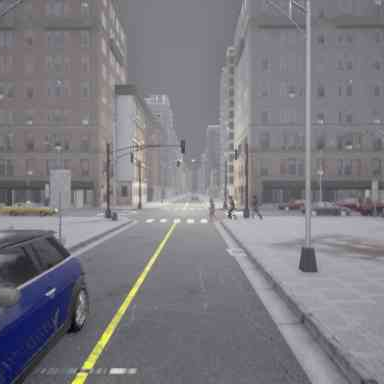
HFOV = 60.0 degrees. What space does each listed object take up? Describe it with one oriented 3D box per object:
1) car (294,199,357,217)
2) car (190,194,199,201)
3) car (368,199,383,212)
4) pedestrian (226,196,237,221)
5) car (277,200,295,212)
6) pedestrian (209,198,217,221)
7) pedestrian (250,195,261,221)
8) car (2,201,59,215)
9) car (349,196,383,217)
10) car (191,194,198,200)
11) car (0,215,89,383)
[{"bbox_3d":[12.009,1.555,30.104,4.403,1.369,2.008,0,0,1],"label":"car"},{"bbox_3d":[0.657,1.488,80.514,1.812,1.442,4.674,0,0,0],"label":"car"},{"bbox_3d":[22.900,1.515,38.031,4.403,1.369,2.008,0,0,1],"label":"car"},{"bbox_3d":[2.794,1.125,23.789,0.375,1.860,0.375,0,0,0],"label":"pedestrian"},{"bbox_3d":[12.082,1.506,38.128,4.507,1.381,1.887,0,0,1],"label":"car"},{"bbox_3d":[1.503,1.276,25.000,0.375,1.860,0.375,0,0,0],"label":"pedestrian"},{"bbox_3d":[4.654,1.134,24.374,0.375,1.860,0.375,0,0,0],"label":"pedestrian"},{"bbox_3d":[-14.666,1.523,30.343,4.829,1.417,1.752,0,0,1],"label":"car"},{"bbox_3d":[17.418,1.321,30.054,5.009,1.841,2.192,0,0,1],"label":"car"},{"bbox_3d":[0.738,1.330,90.518,1.812,1.442,4.674,0,0,0],"label":"car"},{"bbox_3d":[-2.815,1.349,3.756,2.097,1.767,4.553,0,0,1],"label":"car"}]
